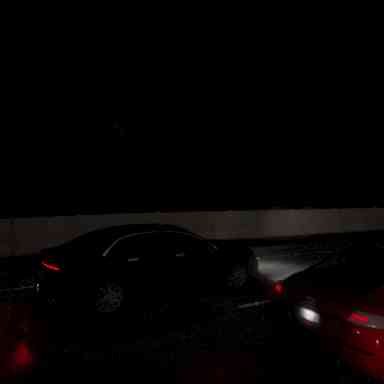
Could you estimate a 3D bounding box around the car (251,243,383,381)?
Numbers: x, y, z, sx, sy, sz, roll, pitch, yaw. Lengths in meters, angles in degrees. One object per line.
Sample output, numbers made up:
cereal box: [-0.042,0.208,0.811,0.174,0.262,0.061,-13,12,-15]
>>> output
car: [3.259,1.539,5.208,4.181,1.385,1.994,0,0,-29]

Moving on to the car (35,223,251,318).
car: [-0.723,1.458,7.286,4.892,1.490,1.837,0,0,-31]
